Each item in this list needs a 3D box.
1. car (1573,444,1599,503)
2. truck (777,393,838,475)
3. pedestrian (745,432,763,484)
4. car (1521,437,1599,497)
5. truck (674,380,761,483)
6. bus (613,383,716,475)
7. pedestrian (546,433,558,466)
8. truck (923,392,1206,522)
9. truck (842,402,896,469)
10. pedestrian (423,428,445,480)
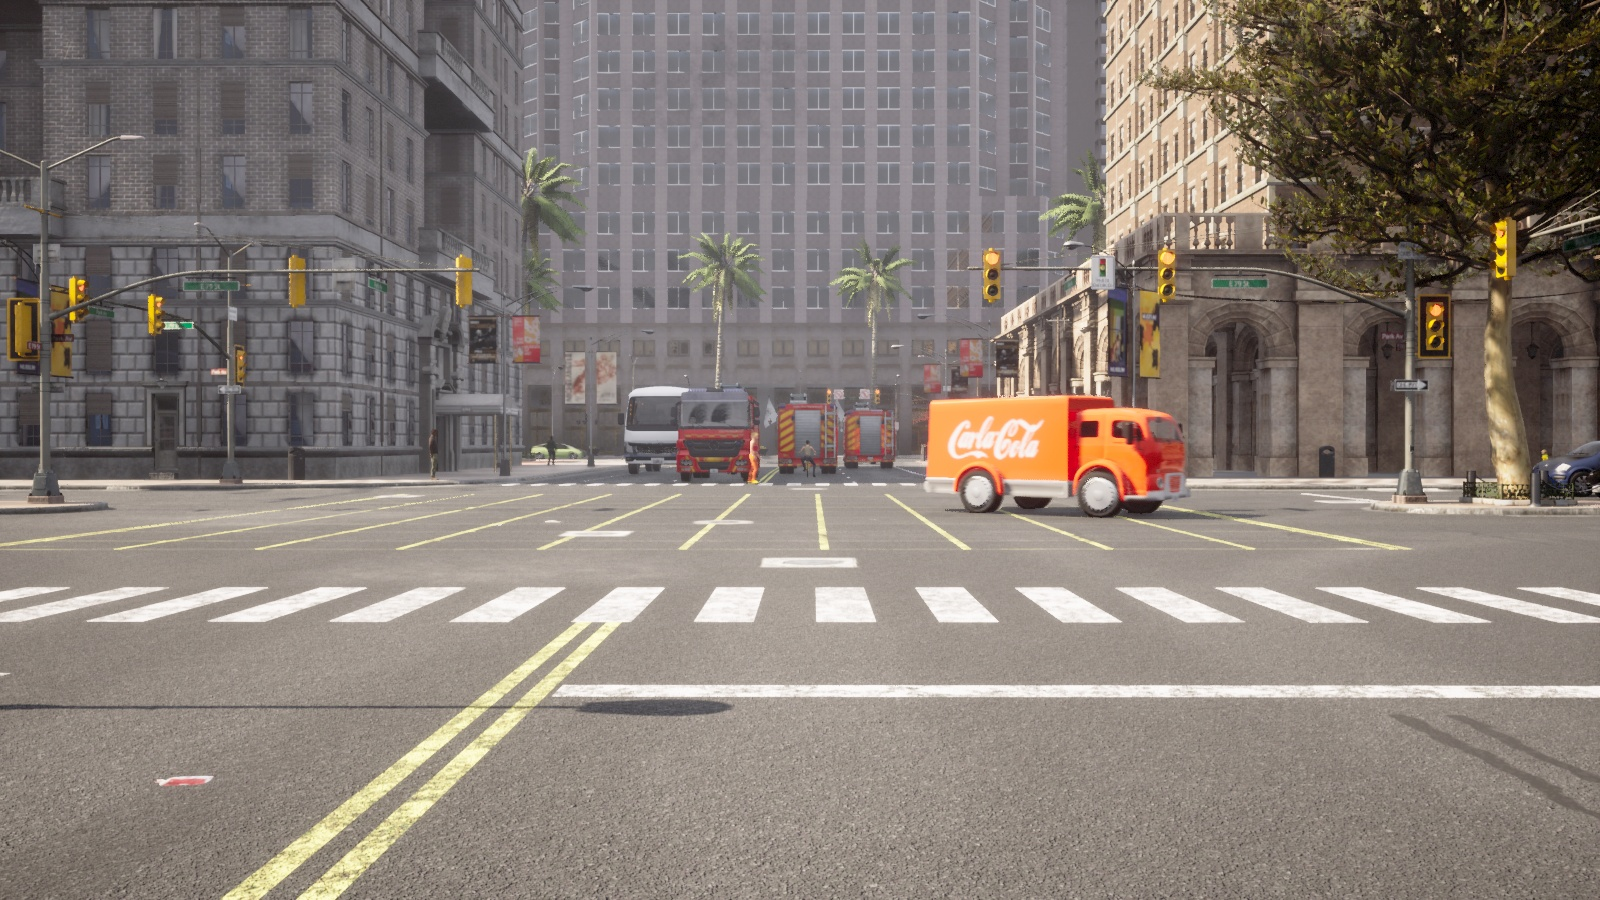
[{"bbox_3d":[22.365,0.587,31.353,4.792,1.488,2.163,0,0,2],"label":"car"},{"bbox_3d":[0.391,-0.775,63.232,2.891,3.827,8.468,0,0,0],"label":"truck"},{"bbox_3d":[-1.630,0.282,44.496,0.594,1.836,0.345,0,0,6],"label":"pedestrian"},{"bbox_3d":[22.559,0.466,34.883,3.988,1.617,1.851,0,0,1],"label":"car"},{"bbox_3d":[-3.188,-0.708,50.807,2.891,3.827,8.468,0,0,0],"label":"truck"},{"bbox_3d":[-6.609,-0.992,63.171,3.944,4.253,10.273,0,0,1],"label":"bus"},{"bbox_3d":[-14.979,-0.037,75.852,0.423,1.949,0.788,0,0,9],"label":"pedestrian"},{"bbox_3d":[5.504,0.114,26.475,5.204,2.467,2.627,0,1,40],"label":"truck"},{"bbox_3d":[4.085,-0.844,76.003,2.891,3.827,8.468,0,0,1],"label":"truck"},{"bbox_3d":[-13.169,0.137,45.204,0.703,1.840,0.431,0,0,-5],"label":"pedestrian"}]
